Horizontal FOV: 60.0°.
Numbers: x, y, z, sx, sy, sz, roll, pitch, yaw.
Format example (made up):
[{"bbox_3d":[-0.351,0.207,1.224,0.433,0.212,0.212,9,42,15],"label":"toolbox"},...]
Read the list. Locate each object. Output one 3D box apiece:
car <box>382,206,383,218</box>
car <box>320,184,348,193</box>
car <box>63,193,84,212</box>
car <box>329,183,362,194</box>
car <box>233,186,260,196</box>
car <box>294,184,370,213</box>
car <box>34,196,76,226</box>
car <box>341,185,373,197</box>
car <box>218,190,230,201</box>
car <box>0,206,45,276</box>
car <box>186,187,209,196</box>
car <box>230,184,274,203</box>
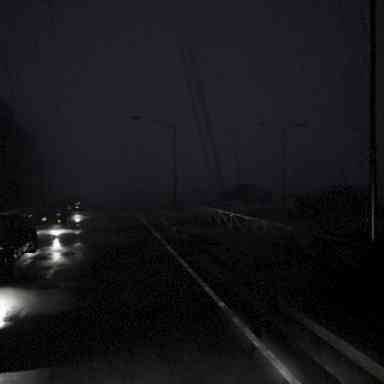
[{"bbox_3d":[11.249,0.661,15.962,3.806,1.475,1.970,-1,2,-14],"label":"car"},{"bbox_3d":[26.220,-0.696,61.551,4.514,1.523,2.007,-1,2,-14],"label":"car"},{"bbox_3d":[-10.645,0.908,29.355,1.837,1.490,4.892,-1,2,-14],"label":"car"},{"bbox_3d":[27.020,-0.636,58.518,5.027,1.636,2.152,-1,2,-14],"label":"car"},{"bbox_3d":[8.863,-0.176,54.212,3.806,1.475,1.970,-1,2,-14],"label":"car"},{"bbox_3d":[9.400,0.447,22.113,5.027,1.636,2.152,-1,2,-14],"label":"car"},{"bbox_3d":[-8.192,1.198,19.327,1.994,1.385,4.181,-1,2,-14],"label":"car"},{"bbox_3d":[22.399,-0.215,45.189,3.633,1.501,1.845,-1,2,-14],"label":"car"},{"bbox_3d":[5.248,0.050,37.255,4.605,1.855,1.932,-1,2,-14],"label":"car"},{"bbox_3d":[-5.809,1.380,9.700,1.812,1.442,4.674,-1,2,-14],"label":"car"},{"bbox_3d":[0.946,-0.091,55.336,3.633,1.501,1.845,-1,2,-14],"label":"car"},{"bbox_3d":[6.342,0.085,34.532,3.866,1.878,1.905,-1,2,-14],"label":"car"}]
